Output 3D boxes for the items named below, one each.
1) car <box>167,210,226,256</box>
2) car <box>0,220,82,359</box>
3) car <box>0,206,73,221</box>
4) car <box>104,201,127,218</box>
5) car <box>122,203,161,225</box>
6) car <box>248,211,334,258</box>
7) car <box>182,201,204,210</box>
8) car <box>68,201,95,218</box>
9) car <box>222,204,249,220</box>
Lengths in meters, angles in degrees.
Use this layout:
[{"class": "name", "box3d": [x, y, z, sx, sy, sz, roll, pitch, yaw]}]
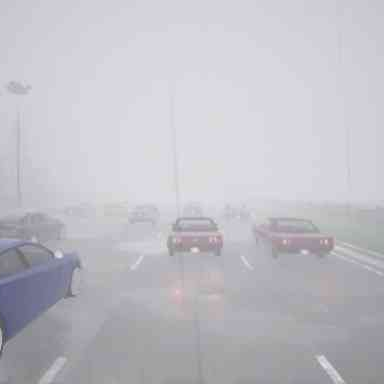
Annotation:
[{"class": "car", "box3d": [0.102, 1.628, 13.215, 1.895, 1.301, 4.718, 0, 0, 0]}, {"class": "car", "box3d": [-3.399, 1.489, 5.504, 1.882, 1.535, 5.008, 0, 0, 0]}, {"class": "car", "box3d": [-6.896, 1.533, 13.914, 1.837, 1.490, 4.892, 0, 0, 0]}, {"class": "car", "box3d": [-6.893, 1.542, 31.416, 1.882, 1.535, 5.008, 0, 0, 0]}, {"class": "car", "box3d": [-3.394, 1.598, 24.499, 2.033, 1.411, 5.357, 0, 0, 0]}, {"class": "car", "box3d": [3.602, 1.627, 12.846, 1.895, 1.301, 4.718, 0, 0, 0]}, {"class": "car", "box3d": [0.093, 1.589, 30.888, 1.812, 1.442, 4.674, 0, 0, 0]}, {"class": "car", "box3d": [-10.407, 1.589, 30.889, 1.812, 1.442, 4.674, 0, 0, 0]}, {"class": "car", "box3d": [3.606, 1.659, 28.295, 1.895, 1.301, 4.718, 0, 0, 0]}]
